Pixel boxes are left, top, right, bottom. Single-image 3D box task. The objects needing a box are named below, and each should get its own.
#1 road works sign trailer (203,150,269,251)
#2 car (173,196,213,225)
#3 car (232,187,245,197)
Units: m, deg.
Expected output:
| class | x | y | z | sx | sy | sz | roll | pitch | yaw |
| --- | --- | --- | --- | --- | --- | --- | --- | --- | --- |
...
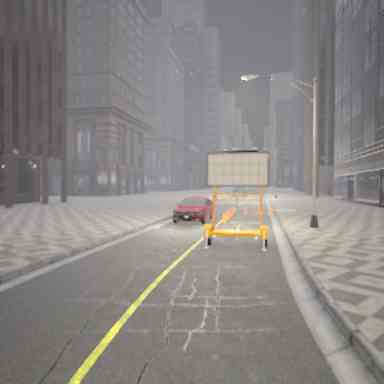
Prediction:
| class | x | y | z | sx | sy | sz | roll | pitch | yaw |
| --- | --- | --- | --- | --- | --- | --- | --- | --- | --- |
| road works sign trailer | 1.772 | 0.190 | 12.945 | 2.380 | 3.560 | 2.880 | 0 | 1 | 12 |
| car | 0.194 | 1.035 | 20.631 | 1.882 | 1.535 | 5.008 | 0 | 1 | 12 |
| car | 8.567 | -0.148 | 60.632 | 2.150 | 2.045 | 5.566 | 0 | 1 | 12 |
